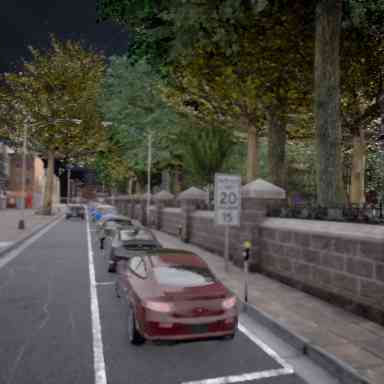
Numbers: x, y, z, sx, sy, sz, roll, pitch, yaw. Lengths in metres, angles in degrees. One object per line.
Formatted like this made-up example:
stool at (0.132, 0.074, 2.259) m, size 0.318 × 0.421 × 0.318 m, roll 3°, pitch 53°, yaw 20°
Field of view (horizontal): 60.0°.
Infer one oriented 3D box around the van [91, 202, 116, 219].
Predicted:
van at (-6.987, 1.978, 26.703) m, size 1.690 × 1.788 × 3.998 m, roll 3°, pitch -2°, yaw -18°

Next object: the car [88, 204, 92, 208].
car at (-10.313, 2.424, 37.075) m, size 2.008 × 1.369 × 4.403 m, roll 3°, pitch -2°, yaw -18°

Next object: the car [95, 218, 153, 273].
car at (-2.149, 1.851, 11.570) m, size 2.008 × 1.369 × 4.403 m, roll 3°, pitch -2°, yaw -18°

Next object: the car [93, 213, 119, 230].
car at (-3.677, 1.970, 16.317) m, size 1.947 × 1.339 × 4.313 m, roll 3°, pitch -2°, yaw -18°

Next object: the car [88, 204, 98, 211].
car at (-20.321, 3.146, 68.373) m, size 1.752 × 1.417 × 4.829 m, roll 3°, pitch -2°, yaw -18°

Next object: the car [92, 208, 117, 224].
car at (-5.387, 2.049, 21.670) m, size 1.752 × 1.417 × 4.829 m, roll 3°, pitch -2°, yaw -18°

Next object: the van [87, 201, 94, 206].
van at (-13.624, 2.458, 47.461) m, size 1.690 × 1.788 × 3.998 m, roll 3°, pitch -2°, yaw -18°

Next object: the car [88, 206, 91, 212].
car at (-8.655, 2.320, 31.885) m, size 1.947 × 1.339 × 4.313 m, roll 3°, pitch -2°, yaw -18°

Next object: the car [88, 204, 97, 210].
car at (-23.591, 3.458, 78.587) m, size 1.802 × 1.307 × 4.206 m, roll 3°, pitch -2°, yaw -18°

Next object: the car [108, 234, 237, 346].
car at (-0.523, 1.772, 6.543) m, size 1.802 × 1.307 × 4.206 m, roll 3°, pitch -2°, yaw -18°

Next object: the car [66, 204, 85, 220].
car at (-13.378, 2.357, 38.192) m, size 1.812 × 1.442 × 4.674 m, roll 2°, pitch -2°, yaw -17°

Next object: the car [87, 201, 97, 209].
car at (-25.241, 3.324, 83.785) m, size 2.192 × 1.841 × 5.009 m, roll 3°, pitch -2°, yaw -18°
